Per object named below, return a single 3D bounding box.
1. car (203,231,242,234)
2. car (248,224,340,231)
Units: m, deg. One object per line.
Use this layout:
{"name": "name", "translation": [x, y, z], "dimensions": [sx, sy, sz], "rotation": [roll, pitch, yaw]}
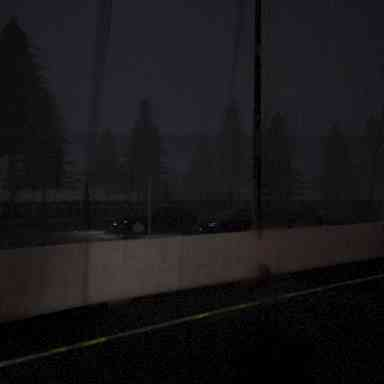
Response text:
{"name": "car", "translation": [2.463, 1.542, 17.441], "dimensions": [4.674, 1.442, 1.812], "rotation": [0, 0, -28]}
{"name": "car", "translation": [4.596, 1.593, 14.634], "dimensions": [4.181, 1.385, 1.994], "rotation": [0, 0, -28]}
